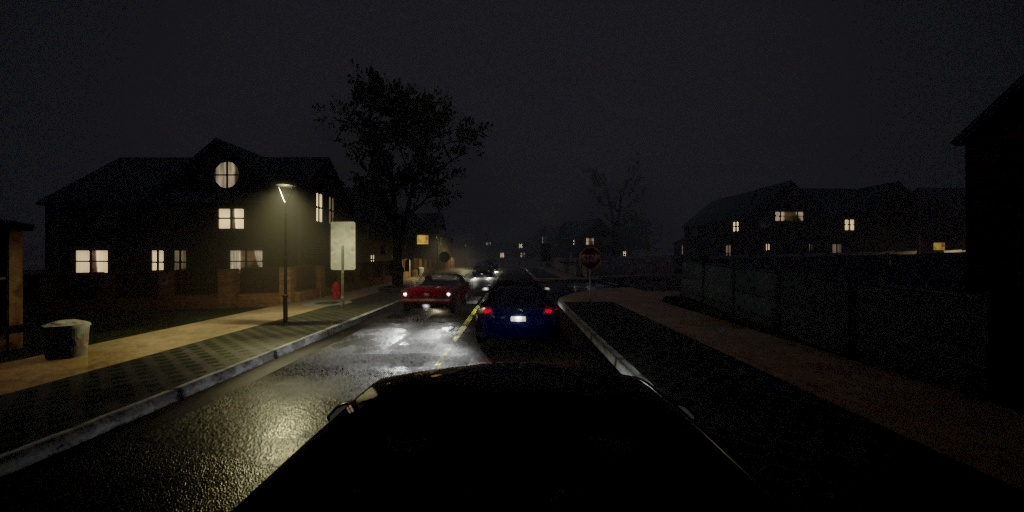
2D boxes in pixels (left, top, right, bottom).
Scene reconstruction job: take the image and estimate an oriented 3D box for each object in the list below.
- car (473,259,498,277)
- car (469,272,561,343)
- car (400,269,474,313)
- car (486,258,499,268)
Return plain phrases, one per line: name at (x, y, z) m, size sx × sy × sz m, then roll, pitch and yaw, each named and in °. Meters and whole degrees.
car at (-2.777, 1.275, 35.489) m, size 2.033 × 1.411 × 5.357 m, roll 0°, pitch 0°, yaw 0°
car at (0.124, 1.312, 9.657) m, size 1.994 × 1.385 × 4.181 m, roll 0°, pitch 0°, yaw 0°
car at (-2.820, 1.346, 14.042) m, size 1.895 × 1.301 × 4.718 m, roll 0°, pitch 0°, yaw 0°
car at (-2.891, 1.067, 48.533) m, size 2.097 × 1.767 × 4.553 m, roll 0°, pitch 0°, yaw -2°
